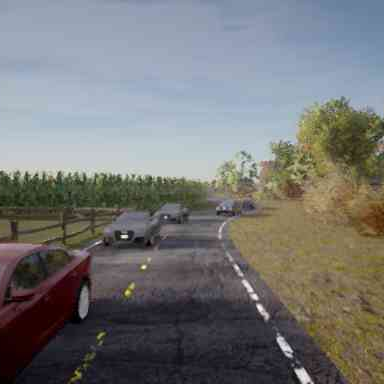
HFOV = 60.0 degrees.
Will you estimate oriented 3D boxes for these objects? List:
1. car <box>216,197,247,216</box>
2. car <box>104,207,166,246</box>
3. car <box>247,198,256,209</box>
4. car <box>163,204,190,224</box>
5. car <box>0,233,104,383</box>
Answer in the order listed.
[{"bbox_3d":[3.785,1.558,33.102,2.033,1.411,5.357,0,0,19],"label":"car"},{"bbox_3d":[-2.584,1.574,15.129,1.994,1.385,4.181,0,0,3],"label":"car"},{"bbox_3d":[7.531,1.516,45.176,1.837,1.490,4.892,0,1,14],"label":"car"},{"bbox_3d":[-1.459,1.571,25.029,1.994,1.385,4.181,0,0,11],"label":"car"},{"bbox_3d":[-2.818,1.486,4.370,1.882,1.535,5.008,0,0,0],"label":"car"}]
